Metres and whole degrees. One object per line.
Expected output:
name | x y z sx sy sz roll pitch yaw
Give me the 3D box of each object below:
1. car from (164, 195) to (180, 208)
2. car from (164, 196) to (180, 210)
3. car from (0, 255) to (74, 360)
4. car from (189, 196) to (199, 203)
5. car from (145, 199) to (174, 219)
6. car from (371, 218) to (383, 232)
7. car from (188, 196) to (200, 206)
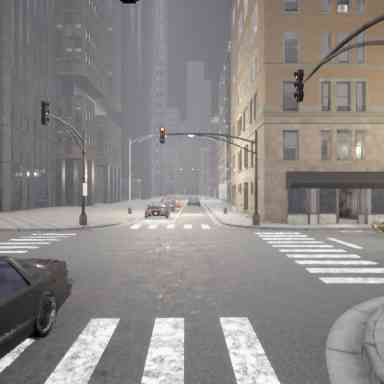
car | -2.886 1.368 49.167 2.097 1.767 4.553 0 0 0
car | -2.932 1.505 39.268 2.128 1.511 4.902 0 0 0
car | -3.211 1.548 3.897 2.033 1.411 5.357 0 0 3
car | 0.376 1.545 69.892 1.994 1.385 4.181 0 0 0
car | -2.978 1.573 29.414 1.994 1.385 4.181 0 0 0
car | 12.186 1.519 17.717 4.829 1.417 1.752 0 0 -1
car | 0.322 1.577 55.375 1.994 1.385 4.181 0 0 0
